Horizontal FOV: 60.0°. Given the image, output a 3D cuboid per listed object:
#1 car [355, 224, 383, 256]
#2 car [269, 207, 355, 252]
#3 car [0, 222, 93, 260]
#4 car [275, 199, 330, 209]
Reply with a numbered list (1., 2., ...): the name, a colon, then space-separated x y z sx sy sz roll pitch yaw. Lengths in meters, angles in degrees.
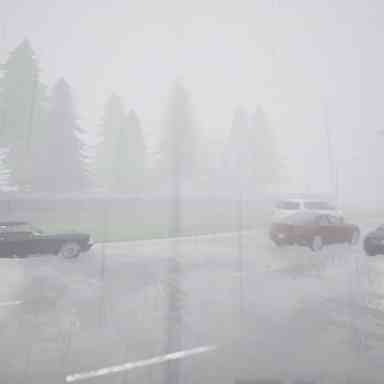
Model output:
1. car: 8.357 1.724 12.698 4.181 1.385 1.994 1 -1 -37
2. car: 5.581 1.653 14.881 5.008 1.535 1.882 1 -1 -37
3. car: -5.961 1.706 11.762 4.718 1.301 1.895 0 -1 -22
4. car: 7.298 1.463 20.648 5.566 2.045 2.150 1 -1 -39
